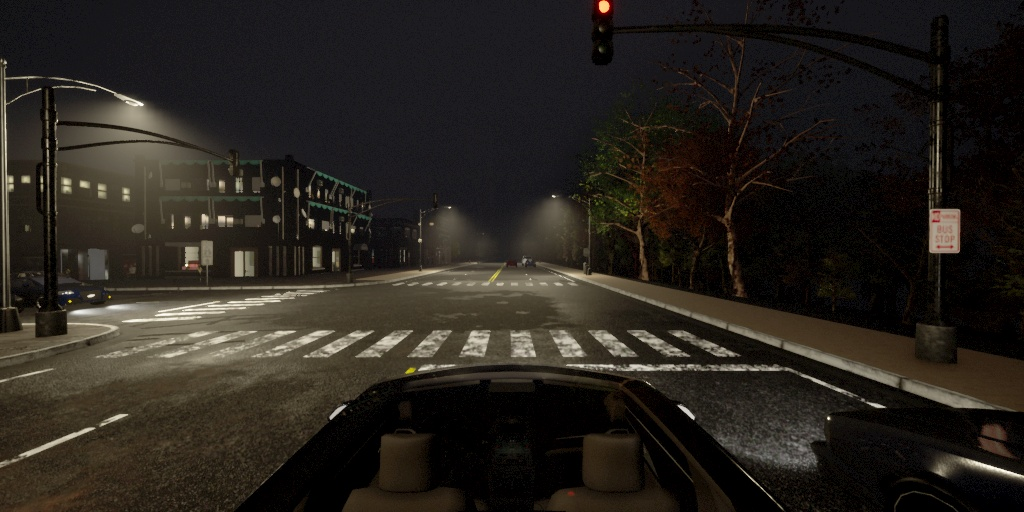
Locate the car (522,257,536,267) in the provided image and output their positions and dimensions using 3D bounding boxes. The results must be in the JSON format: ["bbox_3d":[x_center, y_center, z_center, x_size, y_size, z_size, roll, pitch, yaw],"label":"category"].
[{"bbox_3d":[3.226,1.274,63.182,2.033,1.411,5.357,0,0,0],"label":"car"}]

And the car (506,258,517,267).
[{"bbox_3d":[-0.027,1.204,63.151,1.882,1.535,5.008,0,0,0],"label":"car"}]

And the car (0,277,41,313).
[{"bbox_3d":[-19.969,1.565,12.514,4.313,1.339,1.948,0,0,0],"label":"car"}]

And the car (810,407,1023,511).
[{"bbox_3d":[3.354,1.298,0.401,2.033,1.411,5.357,0,0,0],"label":"car"}]

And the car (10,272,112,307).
[{"bbox_3d":[-19.861,1.534,15.220,4.181,1.385,1.994,-1,1,0],"label":"car"}]
